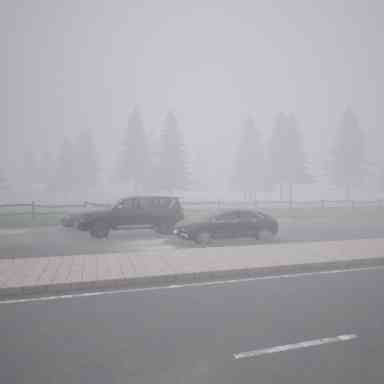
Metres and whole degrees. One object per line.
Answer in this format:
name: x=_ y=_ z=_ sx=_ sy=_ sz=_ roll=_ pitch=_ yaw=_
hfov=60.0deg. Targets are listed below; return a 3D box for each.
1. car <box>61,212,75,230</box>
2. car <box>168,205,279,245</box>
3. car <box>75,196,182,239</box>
car: x=-5.366 y=1.488 z=20.319 sx=4.902 sy=1.511 sz=2.128 roll=0 pitch=0 yaw=-18
car: x=1.597 y=1.501 z=15.250 sx=4.892 sy=1.490 sz=1.837 roll=0 pitch=0 yaw=-18
car: x=-3.051 y=1.218 z=17.398 sx=5.566 sy=2.045 sz=2.150 roll=0 pitch=0 yaw=-18
